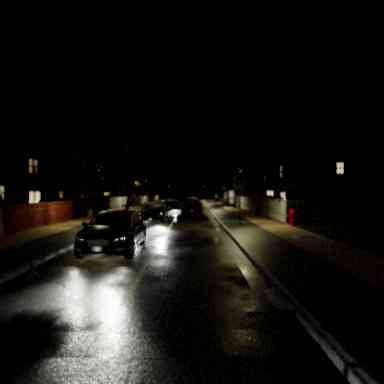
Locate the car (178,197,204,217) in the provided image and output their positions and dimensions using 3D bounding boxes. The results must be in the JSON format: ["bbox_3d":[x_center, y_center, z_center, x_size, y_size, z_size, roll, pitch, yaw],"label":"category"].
[{"bbox_3d":[0.020,1.394,29.751,1.882,1.535,5.008,0,0,0],"label":"car"}]

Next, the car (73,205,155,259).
[{"bbox_3d":[-2.842,1.443,12.412,2.128,1.511,4.902,0,0,0],"label":"car"}]

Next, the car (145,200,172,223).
[{"bbox_3d":[-2.812,1.522,24.869,1.895,1.301,4.718,0,0,0],"label":"car"}]

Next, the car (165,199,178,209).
[{"bbox_3d":[-2.754,1.511,43.237,1.895,1.301,4.718,0,0,0],"label":"car"}]

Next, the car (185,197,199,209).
[{"bbox_3d":[0.065,1.436,45.126,1.812,1.442,4.674,0,0,1],"label":"car"}]
